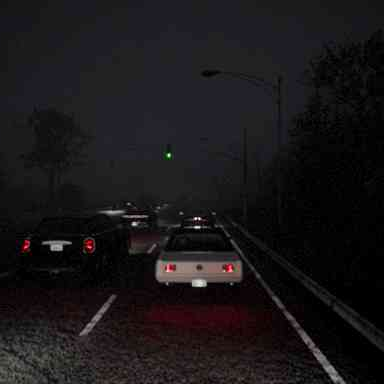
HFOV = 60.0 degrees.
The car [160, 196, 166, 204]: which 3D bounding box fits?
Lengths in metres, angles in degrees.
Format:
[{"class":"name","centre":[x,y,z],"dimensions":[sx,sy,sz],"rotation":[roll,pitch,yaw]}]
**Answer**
[{"class":"car","centre":[-6.107,1.765,56.919],"dimensions":[1.882,1.535,5.008],"rotation":[0,0,2]}]

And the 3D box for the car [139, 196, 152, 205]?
[{"class":"car","centre":[-9.315,1.709,67.353],"dimensions":[1.882,1.535,5.008],"rotation":[0,1,1]}]

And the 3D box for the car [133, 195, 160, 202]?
[{"class":"car","centre":[-6.332,1.458,46.844],"dimensions":[2.150,2.045,5.566],"rotation":[0,0,1]}]

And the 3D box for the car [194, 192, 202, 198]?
[{"class":"car","centre":[1.587,0.804,86.114],"dimensions":[1.994,1.385,4.181],"rotation":[0,3,1]}]

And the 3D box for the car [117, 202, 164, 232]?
[{"class":"car","centre":[-3.239,1.599,21.056],"dimensions":[2.128,1.511,4.902],"rotation":[0,0,0]}]

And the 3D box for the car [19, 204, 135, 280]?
[{"class":"car","centre":[-3.308,1.404,10.314],"dimensions":[2.097,1.767,4.553],"rotation":[0,0,1]}]

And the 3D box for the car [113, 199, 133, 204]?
[{"class":"car","centre":[-9.824,1.727,46.759],"dimensions":[2.128,1.511,4.902],"rotation":[0,0,2]}]

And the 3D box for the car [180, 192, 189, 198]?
[{"class":"car","centre":[-1.912,0.845,86.218],"dimensions":[1.895,1.301,4.718],"rotation":[0,3,1]}]

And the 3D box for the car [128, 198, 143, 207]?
[{"class":"car","centre":[-9.601,1.813,56.981],"dimensions":[1.812,1.442,4.674],"rotation":[0,0,1]}]

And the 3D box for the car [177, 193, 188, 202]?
[{"class":"car","centre":[-2.128,1.120,75.782],"dimensions":[2.150,2.045,5.566],"rotation":[0,3,1]}]

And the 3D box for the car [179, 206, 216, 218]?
[{"class":"car","centre":[0.326,1.606,19.463],"dimensions":[1.837,1.490,4.892],"rotation":[0,0,1]}]

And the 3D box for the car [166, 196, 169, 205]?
[{"class":"car","centre":[-5.832,1.589,67.024],"dimensions":[2.097,1.767,4.553],"rotation":[0,1,2]}]

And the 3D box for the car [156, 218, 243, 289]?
[{"class":"car","centre":[0.176,1.648,9.255],"dimensions":[1.895,1.301,4.718],"rotation":[0,0,1]}]

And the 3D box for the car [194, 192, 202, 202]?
[{"class":"car","centre":[1.370,1.421,75.693],"dimensions":[2.128,1.511,4.902],"rotation":[0,3,1]}]
